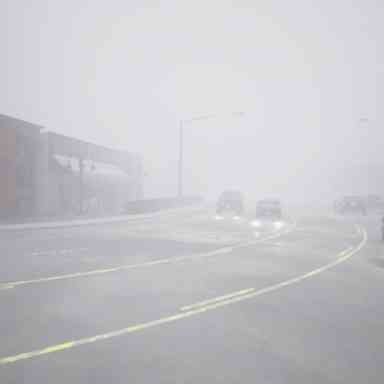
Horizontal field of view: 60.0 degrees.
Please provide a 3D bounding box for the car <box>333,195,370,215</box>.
[{"bbox_3d":[14.636,1.119,31.067,2.097,1.767,4.553,1,1,14],"label":"car"}]

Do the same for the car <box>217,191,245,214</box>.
[{"bbox_3d":[3.716,0.893,30.758,2.150,2.045,5.566,1,0,14],"label":"car"}]

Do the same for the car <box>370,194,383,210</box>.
[{"bbox_3d":[19.267,1.105,35.938,2.097,1.767,4.553,1,1,13],"label":"car"}]

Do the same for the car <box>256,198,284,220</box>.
[{"bbox_3d":[6.094,1.222,26.079,1.882,1.535,5.008,1,0,15],"label":"car"}]

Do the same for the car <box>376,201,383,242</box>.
[{"bbox_3d":[9.717,1.399,15.158,2.128,1.511,4.902,1,1,29],"label":"car"}]
